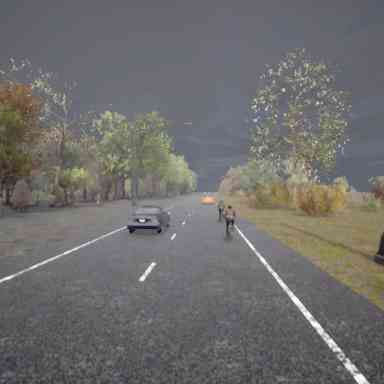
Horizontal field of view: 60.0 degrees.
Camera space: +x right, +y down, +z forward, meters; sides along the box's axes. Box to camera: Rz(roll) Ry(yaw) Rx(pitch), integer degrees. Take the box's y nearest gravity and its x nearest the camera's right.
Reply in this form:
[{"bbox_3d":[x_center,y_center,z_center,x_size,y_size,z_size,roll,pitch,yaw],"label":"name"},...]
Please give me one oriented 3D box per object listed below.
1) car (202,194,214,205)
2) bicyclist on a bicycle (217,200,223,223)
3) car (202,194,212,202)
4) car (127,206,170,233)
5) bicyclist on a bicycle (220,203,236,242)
[{"bbox_3d":[2.913,1.336,60.679,2.097,1.767,4.553,0,0,2],"label":"car"},{"bbox_3d":[2.138,1.445,24.237,0.582,1.620,1.656,0,0,3],"label":"bicyclist on a bicycle"},{"bbox_3d":[3.397,1.335,74.158,2.097,1.767,4.553,0,0,3],"label":"car"},{"bbox_3d":[-2.438,1.540,19.630,2.033,1.411,5.357,0,0,3],"label":"car"},{"bbox_3d":[1.737,1.447,15.244,0.582,1.620,1.656,0,0,3],"label":"bicyclist on a bicycle"}]
